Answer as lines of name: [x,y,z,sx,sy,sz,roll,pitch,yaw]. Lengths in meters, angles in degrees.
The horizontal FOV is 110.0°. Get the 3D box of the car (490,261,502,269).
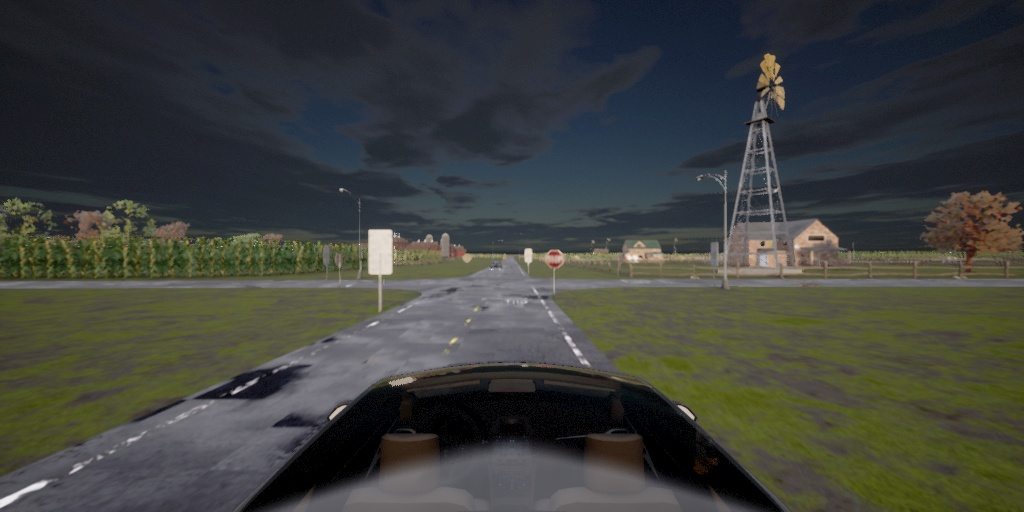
car: [-2.758,1.506,62.545,1.994,1.385,4.181,0,0,0]
